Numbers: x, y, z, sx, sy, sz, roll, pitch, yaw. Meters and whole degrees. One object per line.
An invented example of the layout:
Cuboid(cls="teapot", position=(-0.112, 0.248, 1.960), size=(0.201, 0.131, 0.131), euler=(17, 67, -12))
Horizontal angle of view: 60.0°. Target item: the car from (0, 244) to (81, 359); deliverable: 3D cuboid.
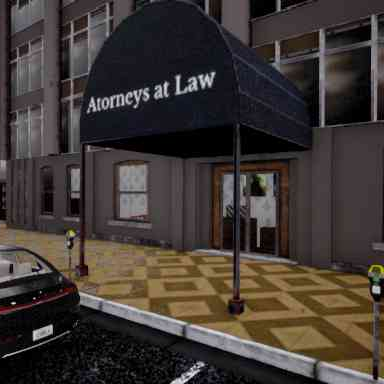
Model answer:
Cuboid(cls="car", position=(-3.666, 1.550, 5.498), size=(4.403, 1.369, 2.008), euler=(0, 0, 36))
